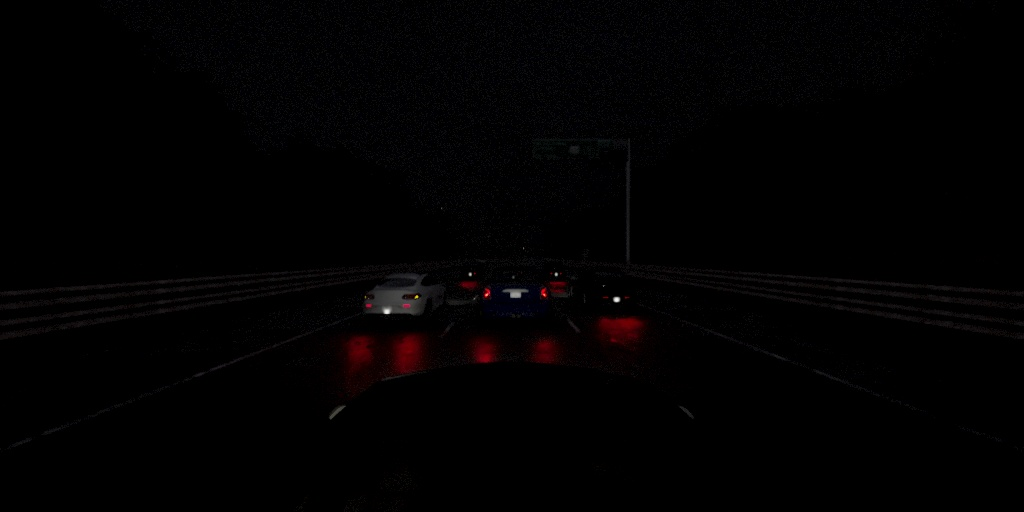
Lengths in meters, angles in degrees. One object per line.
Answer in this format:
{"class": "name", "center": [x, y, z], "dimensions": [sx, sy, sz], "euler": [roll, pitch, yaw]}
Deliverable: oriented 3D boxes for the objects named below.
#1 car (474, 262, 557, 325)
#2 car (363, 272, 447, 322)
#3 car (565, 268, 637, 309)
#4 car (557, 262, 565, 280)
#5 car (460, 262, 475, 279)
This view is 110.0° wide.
{"class": "car", "center": [0.102, 1.091, 11.976], "dimensions": [2.097, 1.767, 4.553], "euler": [0, 0, 0]}
{"class": "car", "center": [-3.411, 1.265, 12.080], "dimensions": [1.812, 1.442, 4.674], "euler": [0, 0, 0]}
{"class": "car", "center": [3.604, 1.241, 14.761], "dimensions": [1.837, 1.490, 4.892], "euler": [0, 0, 0]}
{"class": "car", "center": [3.605, 1.242, 31.598], "dimensions": [1.837, 1.490, 4.892], "euler": [0, 0, 0]}
{"class": "car", "center": [-3.394, 1.242, 31.635], "dimensions": [1.837, 1.490, 4.892], "euler": [0, 0, 0]}
